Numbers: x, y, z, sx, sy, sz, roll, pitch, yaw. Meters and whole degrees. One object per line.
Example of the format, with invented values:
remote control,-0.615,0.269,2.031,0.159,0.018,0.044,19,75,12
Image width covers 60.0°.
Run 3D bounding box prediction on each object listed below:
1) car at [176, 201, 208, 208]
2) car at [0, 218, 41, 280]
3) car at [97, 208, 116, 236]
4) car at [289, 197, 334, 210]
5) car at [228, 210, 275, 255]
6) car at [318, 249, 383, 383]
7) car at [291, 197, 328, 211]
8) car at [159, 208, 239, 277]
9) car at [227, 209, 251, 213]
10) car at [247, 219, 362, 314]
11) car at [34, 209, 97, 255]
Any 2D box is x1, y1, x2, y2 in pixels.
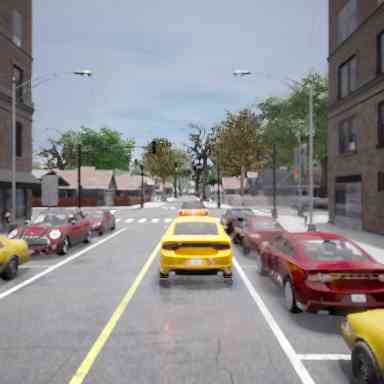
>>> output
car,0.030,1.364,22.198,2.097,1.767,4.553,0,0,-2
car,-5.386,1.529,7.328,1.752,1.417,4.829,0,0,0
car,-5.381,1.592,18.536,1.802,1.307,4.206,0,0,0
car,14.848,1.416,41.504,4.902,1.511,2.128,0,0,0
car,2.642,1.589,13.016,1.802,1.307,4.206,0,0,0
car,2.637,1.526,2.150,1.752,1.417,4.829,0,0,0
car,14.271,1.453,38.245,4.674,1.442,1.812,0,0,2
car,0.103,1.483,10.272,1.882,1.535,5.008,0,0,0
car,2.644,1.576,18.535,1.947,1.339,4.313,0,0,0
car,2.639,1.548,7.498,1.887,1.381,4.507,0,0,0
car,-5.384,1.447,13.017,1.967,1.590,4.097,0,0,0
